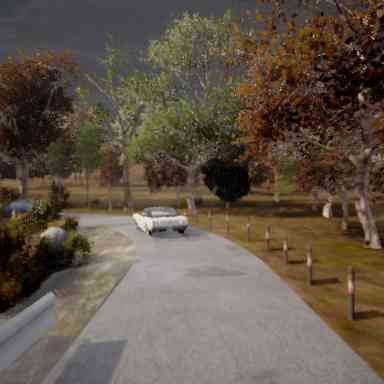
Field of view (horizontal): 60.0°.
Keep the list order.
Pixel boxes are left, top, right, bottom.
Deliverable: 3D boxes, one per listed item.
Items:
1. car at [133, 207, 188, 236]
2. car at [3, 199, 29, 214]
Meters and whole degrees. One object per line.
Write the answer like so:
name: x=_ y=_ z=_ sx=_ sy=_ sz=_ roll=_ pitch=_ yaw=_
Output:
car: x=-1.858 y=1.456 z=17.690 sx=1.895 sy=1.301 sz=4.718 roll=-2 pitch=1 yaw=-21
car: x=-13.914 y=1.326 z=27.269 sx=4.674 sy=1.442 sz=1.812 roll=0 pitch=5 yaw=16
